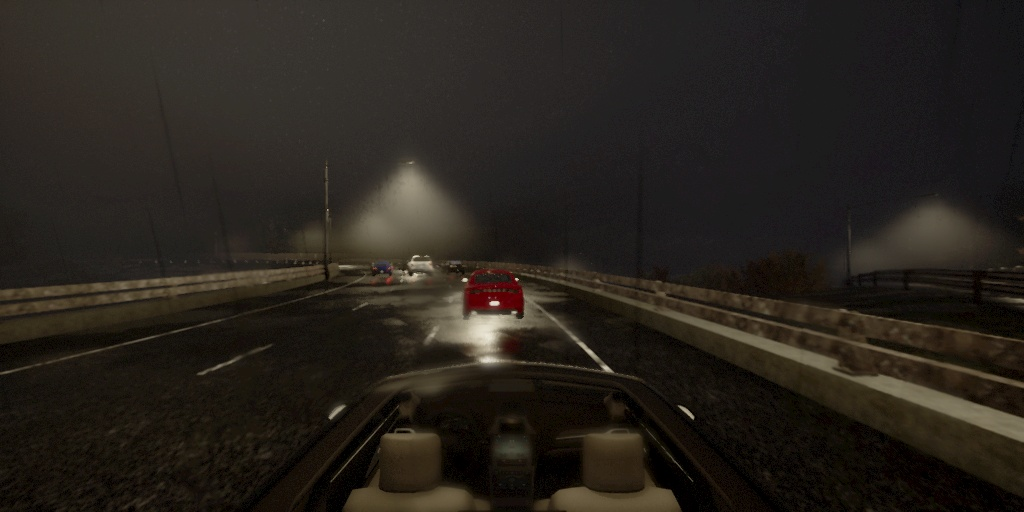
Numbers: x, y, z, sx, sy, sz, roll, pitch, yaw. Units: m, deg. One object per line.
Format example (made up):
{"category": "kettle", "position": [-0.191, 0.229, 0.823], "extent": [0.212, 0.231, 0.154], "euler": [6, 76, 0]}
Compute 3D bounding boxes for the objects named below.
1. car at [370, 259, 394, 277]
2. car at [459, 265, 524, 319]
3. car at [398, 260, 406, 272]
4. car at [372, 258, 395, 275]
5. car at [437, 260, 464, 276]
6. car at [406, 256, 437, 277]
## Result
{"category": "car", "position": [-13.061, 1.308, 36.181], "extent": [1.812, 1.442, 4.674], "euler": [0, 0, -19]}
{"category": "car", "position": [-0.745, 1.219, 12.829], "extent": [1.882, 1.535, 5.008], "euler": [0, 0, -6]}
{"category": "car", "position": [-13.965, 1.281, 47.806], "extent": [1.837, 1.490, 4.892], "euler": [0, 1, -26]}
{"category": "car", "position": [-14.605, 1.138, 40.630], "extent": [2.097, 1.767, 4.553], "euler": [0, 0, -23]}
{"category": "car", "position": [-6.276, 1.235, 38.221], "extent": [2.128, 1.511, 4.902], "euler": [0, 0, -21]}
{"category": "car", "position": [-9.268, 0.983, 36.229], "extent": [2.150, 2.045, 5.566], "euler": [0, 0, -18]}
